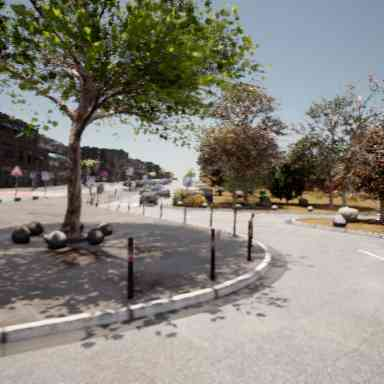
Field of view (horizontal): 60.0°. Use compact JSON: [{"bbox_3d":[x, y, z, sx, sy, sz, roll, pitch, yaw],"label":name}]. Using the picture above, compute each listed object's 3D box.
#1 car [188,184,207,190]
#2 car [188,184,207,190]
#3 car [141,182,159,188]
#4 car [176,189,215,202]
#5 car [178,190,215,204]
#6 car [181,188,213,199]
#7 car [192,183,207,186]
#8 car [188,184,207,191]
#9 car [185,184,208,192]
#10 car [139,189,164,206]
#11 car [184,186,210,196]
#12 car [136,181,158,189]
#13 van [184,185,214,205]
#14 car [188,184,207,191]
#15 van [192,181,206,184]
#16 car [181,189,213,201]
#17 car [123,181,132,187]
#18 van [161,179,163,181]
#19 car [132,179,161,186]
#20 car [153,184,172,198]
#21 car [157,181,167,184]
[{"bbox_3d":[1.459,-1.326,89.239,5.008,1.535,2.097,3,3,1],"label":"car"},{"bbox_3d":[1.512,-1.447,92.012,5.008,1.535,2.097,3,3,1],"label":"car"},{"bbox_3d":[-11.573,-1.945,91.424,4.674,1.452,2.002,3,3,1],"label":"car"},{"bbox_3d":[0.478,0.482,47.658,5.366,1.575,1.946,3,3,1],"label":"car"},{"bbox_3d":[0.639,0.647,44.882,4.792,1.488,2.163,3,3,1],"label":"car"},{"bbox_3d":[0.763,0.249,53.198,4.892,1.521,2.231,3,3,1],"label":"car"},{"bbox_3d":[0.911,-0.120,58.736,4.553,1.767,2.185,3,3,1],"label":"car"},{"bbox_3d":[1.376,-1.054,83.696,4.792,1.488,2.163,3,3,1],"label":"car"},{"bbox_3d":[1.110,-0.975,80.926,5.366,1.575,1.946,3,3,1],"label":"car"},{"bbox_3d":[-4.598,0.733,36.777,1.837,1.490,4.892,3,1,1],"label":"car"},{"bbox_3d":[0.975,-0.239,64.287,5.008,1.535,2.097,3,3,1],"label":"car"},{"bbox_3d":[-7.554,-0.393,56.630,2.097,1.767,4.553,3,3,1],"label":"car"},{"bbox_3d":[0.450,0.508,42.103,4.442,1.987,1.878,3,3,1],"label":"van"},{"bbox_3d":[1.407,-1.204,86.467,4.892,1.521,2.231,3,3,1],"label":"car"},{"bbox_3d":[1.211,-0.701,69.821,4.442,1.987,1.878,3,3,1],"label":"van"},{"bbox_3d":[0.744,0.401,50.427,4.792,1.488,2.163,3,3,1],"label":"car"},{"bbox_3d":[-17.319,-2.177,90.375,1.837,1.490,4.892,3,3,1],"label":"car"},{"bbox_3d":[-11.394,-2.327,94.210,4.442,1.987,1.878,3,3,1],"label":"van"},{"bbox_3d":[-11.698,-1.993,85.811,5.566,2.045,2.435,3,3,1],"label":"car"},{"bbox_3d":[-4.273,0.088,52.227,2.128,1.511,4.902,3,3,1],"label":"car"},{"bbox_3d":[-7.196,-0.959,72.320,1.882,1.535,5.008,3,3,1],"label":"car"}]
